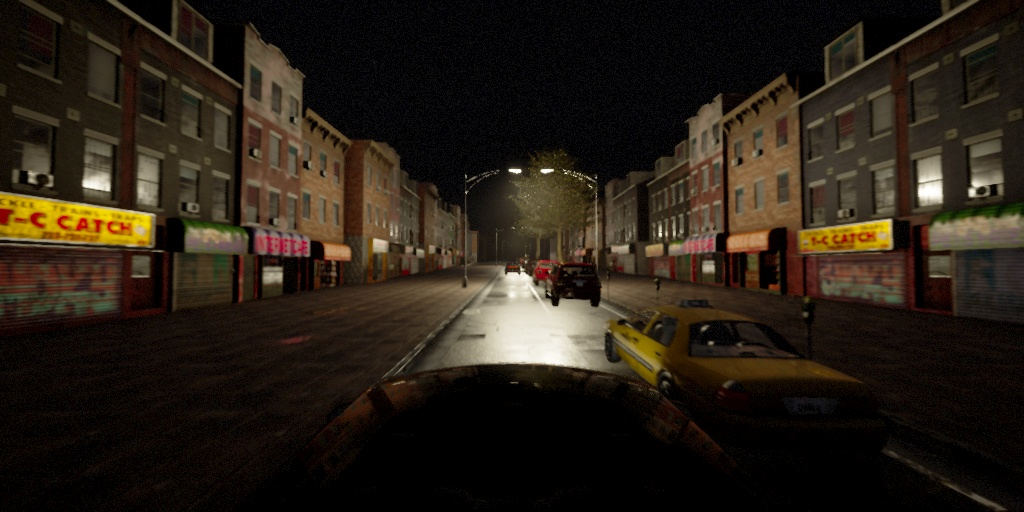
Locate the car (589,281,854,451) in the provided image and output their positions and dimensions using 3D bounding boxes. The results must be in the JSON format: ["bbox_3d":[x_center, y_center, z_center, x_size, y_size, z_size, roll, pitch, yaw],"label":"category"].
[{"bbox_3d":[2.637,1.322,5.491,1.751,1.417,4.829,0,0,0],"label":"car"}]

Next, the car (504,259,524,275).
[{"bbox_3d":[0.084,1.497,43.945,2.128,1.511,4.902,0,0,0],"label":"car"}]

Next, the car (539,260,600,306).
[{"bbox_3d":[2.634,1.220,16.444,2.192,1.841,5.009,0,0,0],"label":"car"}]

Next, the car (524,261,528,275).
[{"bbox_3d":[2.626,1.564,38.682,1.948,1.339,4.313,0,0,0],"label":"car"}]

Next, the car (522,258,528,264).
[{"bbox_3d":[2.624,1.319,44.242,2.192,1.841,5.009,0,0,0],"label":"car"}]

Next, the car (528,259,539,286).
[{"bbox_3d":[2.630,1.281,27.566,2.192,1.841,5.009,0,0,0],"label":"car"}]
